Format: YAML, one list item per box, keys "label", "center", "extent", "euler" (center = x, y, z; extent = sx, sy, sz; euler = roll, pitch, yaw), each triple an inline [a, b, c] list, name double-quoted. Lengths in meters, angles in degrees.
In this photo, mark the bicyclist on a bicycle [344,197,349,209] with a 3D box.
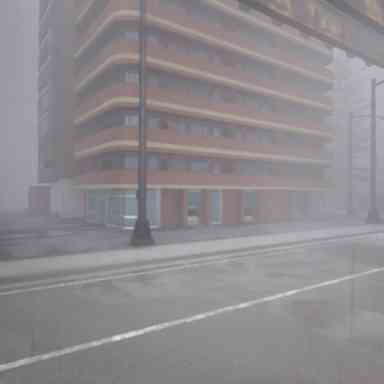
- label: "bicyclist on a bicycle"
  center: [21.361, 1.558, 45.829]
  extent: [1.656, 1.620, 0.582]
  euler: [0, 0, -35]
